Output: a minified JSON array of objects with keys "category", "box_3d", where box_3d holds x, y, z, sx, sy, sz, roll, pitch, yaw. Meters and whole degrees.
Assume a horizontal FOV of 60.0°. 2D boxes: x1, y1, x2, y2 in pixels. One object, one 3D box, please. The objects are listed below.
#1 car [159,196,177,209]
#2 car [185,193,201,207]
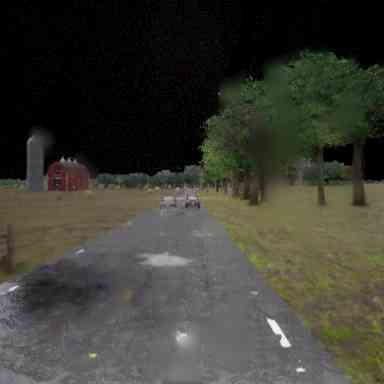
[{"category":"car","box_3d":[-2.842,1.260,41.019,1.812,1.442,4.674,0,1,0]},{"category":"car","box_3d":[0.098,1.233,44.042,1.812,1.442,4.674,0,1,0]}]
